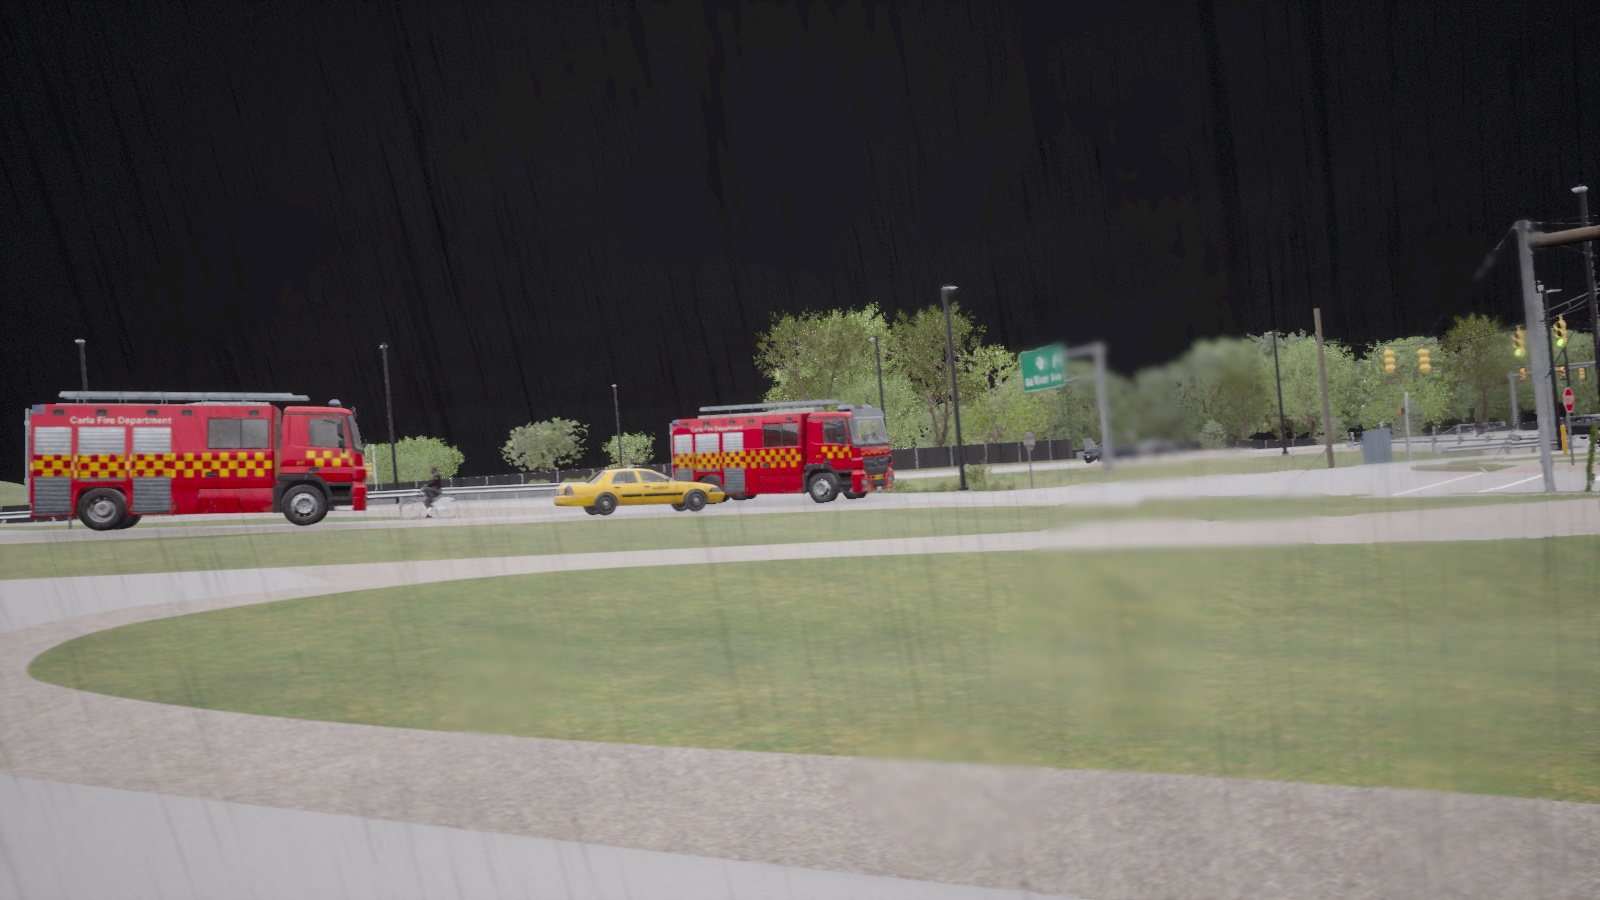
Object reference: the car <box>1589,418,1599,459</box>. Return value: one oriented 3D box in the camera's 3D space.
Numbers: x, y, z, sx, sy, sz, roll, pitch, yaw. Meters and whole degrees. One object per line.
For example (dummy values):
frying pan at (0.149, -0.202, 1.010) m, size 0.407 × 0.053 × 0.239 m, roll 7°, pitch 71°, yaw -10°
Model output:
car at (38.328, -0.659, 56.988) m, size 4.605 × 1.855 × 1.932 m, roll -3°, pitch -1°, yaw -24°

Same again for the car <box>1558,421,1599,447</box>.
car at (51.433, -1.098, 81.218) m, size 1.789 × 1.549 × 3.705 m, roll -4°, pitch -1°, yaw -26°

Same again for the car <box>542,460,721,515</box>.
car at (-5.360, 1.197, 40.054) m, size 5.366 × 1.575 × 1.801 m, roll -1°, pitch -2°, yaw -22°

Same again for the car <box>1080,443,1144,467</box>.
car at (22.818, 0.350, 91.918) m, size 4.193 × 1.474 × 1.816 m, roll -3°, pitch -1°, yaw -23°

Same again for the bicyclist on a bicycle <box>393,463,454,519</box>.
bicyclist on a bicycle at (-12.285, 1.337, 41.010) m, size 1.843 × 1.776 × 0.659 m, roll 0°, pitch -2°, yaw -22°

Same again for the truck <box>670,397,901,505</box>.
truck at (-0.630, 0.083, 48.225) m, size 8.468 × 3.827 × 2.891 m, roll -2°, pitch 1°, yaw 31°

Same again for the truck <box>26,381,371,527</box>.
truck at (-16.625, 0.162, 35.494) m, size 8.468 × 3.827 × 2.891 m, roll 0°, pitch -3°, yaw -18°
